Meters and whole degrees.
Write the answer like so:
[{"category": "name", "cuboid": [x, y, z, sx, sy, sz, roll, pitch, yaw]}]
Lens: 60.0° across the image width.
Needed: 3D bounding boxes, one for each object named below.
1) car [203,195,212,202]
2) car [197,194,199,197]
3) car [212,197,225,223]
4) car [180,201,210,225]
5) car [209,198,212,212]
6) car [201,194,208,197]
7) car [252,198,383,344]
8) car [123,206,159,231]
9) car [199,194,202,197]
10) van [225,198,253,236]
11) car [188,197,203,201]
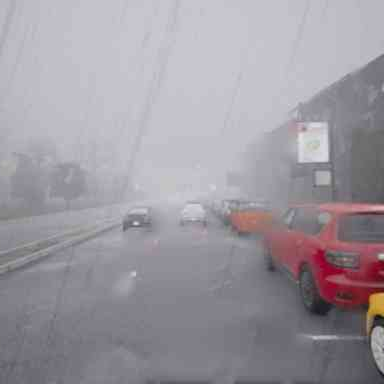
[{"category": "car", "cuboid": [3.242, 1.680, 52.195, 1.946, 1.575, 5.366, 0, 0, 0]}, {"category": "car", "cuboid": [3.235, 1.561, 85.316, 2.435, 2.045, 5.566, 0, 0, 0]}, {"category": "car", "cuboid": [3.235, 1.472, 30.004, 2.185, 1.767, 4.553, 0, 0, 0]}, {"category": "car", "cuboid": [0.108, 1.622, 24.603, 1.812, 1.442, 4.674, 0, 0, 0]}, {"category": "car", "cuboid": [3.238, 1.658, 35.432, 2.002, 1.452, 4.674, 0, 0, 0]}, {"category": "car", "cuboid": [3.247, 1.579, 57.505, 2.185, 1.767, 4.553, 0, 0, 0]}, {"category": "car", "cuboid": [3.226, 1.260, 7.839, 2.435, 2.045, 5.566, 0, 0, 0]}, {"category": "car", "cuboid": [-3.156, 1.608, 21.051, 1.812, 1.442, 4.674, 0, 0, 0]}, {"category": "car", "cuboid": [3.240, 1.770, 74.105, 2.231, 1.521, 4.892, 0, 0, 0]}, {"category": "van", "cuboid": [3.231, 1.329, 19.102, 1.878, 1.987, 4.442, 0, 0, 0]}, {"category": "car", "cuboid": [0.114, 1.666, 41.683, 1.837, 1.490, 4.892, 0, -1, 0]}]
